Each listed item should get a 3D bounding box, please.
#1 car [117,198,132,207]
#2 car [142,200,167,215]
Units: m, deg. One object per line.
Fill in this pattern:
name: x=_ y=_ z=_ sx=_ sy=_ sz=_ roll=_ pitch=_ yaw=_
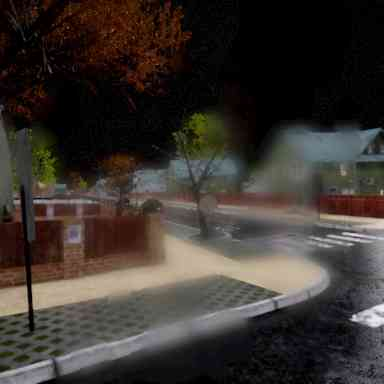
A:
car: x=-10.979 y=1.736 z=53.691 sx=1.837 sy=1.490 sz=4.892 roll=-3 pitch=1 yaw=-22
car: x=-4.233 y=1.653 z=36.553 sx=1.837 sy=1.490 sz=4.892 roll=-3 pitch=1 yaw=-22
